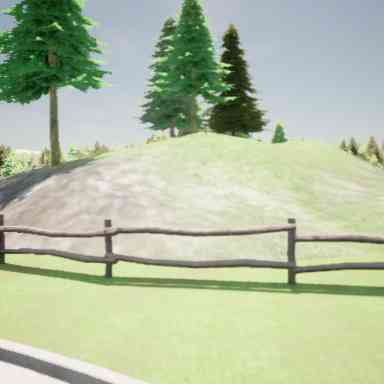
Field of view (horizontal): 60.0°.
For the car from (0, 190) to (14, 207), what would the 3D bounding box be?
[{"bbox_3d":[-22.186,0.943,35.901,1.882,1.535,5.008,-1,2,11],"label":"car"}]
